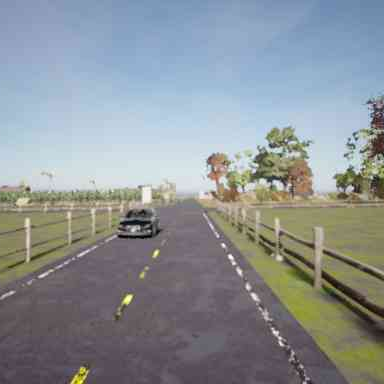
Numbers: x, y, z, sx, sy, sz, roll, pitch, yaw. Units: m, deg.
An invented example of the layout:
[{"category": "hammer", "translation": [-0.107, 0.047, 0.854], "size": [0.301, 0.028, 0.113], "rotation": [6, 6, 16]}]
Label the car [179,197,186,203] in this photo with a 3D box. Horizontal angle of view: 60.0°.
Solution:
[{"category": "car", "translation": [-2.704, 2.244, 92.966], "size": [2.128, 1.511, 4.902], "rotation": [0, -1, 0]}]

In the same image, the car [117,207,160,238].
[{"category": "car", "translation": [-2.838, 1.630, 18.440], "size": [1.837, 1.490, 4.892], "rotation": [0, 0, 0]}]
